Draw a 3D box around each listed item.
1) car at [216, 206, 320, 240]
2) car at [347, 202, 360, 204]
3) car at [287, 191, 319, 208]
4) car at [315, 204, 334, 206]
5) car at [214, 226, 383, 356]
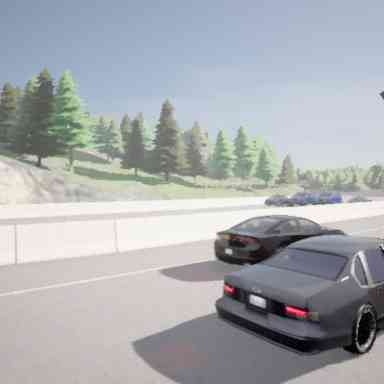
[{"bbox_3d":[2.949,1.432,10.512,5.008,1.535,1.882,-1,0,-38],"label":"car"},{"bbox_3d":[20.656,1.290,41.161,2.033,1.411,5.357,0,0,43],"label":"car"},{"bbox_3d":[15.421,0.990,46.010,2.150,2.045,5.566,0,1,43],"label":"car"},{"bbox_3d":[17.983,0.972,43.807,2.150,2.045,5.566,0,1,43],"label":"car"},{"bbox_3d":[2.899,1.513,6.045,5.357,1.411,2.033,-1,0,-37],"label":"car"}]
